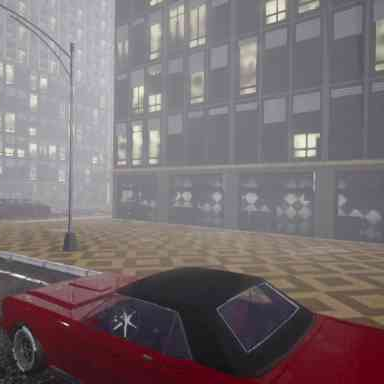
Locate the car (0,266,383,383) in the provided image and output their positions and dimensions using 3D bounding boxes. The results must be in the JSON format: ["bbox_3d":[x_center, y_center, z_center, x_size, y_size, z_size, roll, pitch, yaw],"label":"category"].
[{"bbox_3d":[-0.285,1.600,3.895,4.718,1.301,1.895,0,0,36],"label":"car"}]

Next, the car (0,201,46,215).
[{"bbox_3d":[-18.591,1.699,36.502,1.994,1.385,4.181,1,0,37],"label":"car"}]

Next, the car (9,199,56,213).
[{"bbox_3d":[-19.139,1.641,40.119,1.752,1.417,4.829,1,0,37],"label":"car"}]

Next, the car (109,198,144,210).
[{"bbox_3d":[-9.523,1.745,48.688,1.882,1.535,5.008,1,0,37],"label":"car"}]

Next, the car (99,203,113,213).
[{"bbox_3d":[-8.844,1.828,39.922,1.752,1.417,4.829,1,0,37],"label":"car"}]

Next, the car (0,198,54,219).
[{"bbox_3d":[-15.671,1.518,30.732,2.192,1.841,5.009,1,0,37],"label":"car"}]
